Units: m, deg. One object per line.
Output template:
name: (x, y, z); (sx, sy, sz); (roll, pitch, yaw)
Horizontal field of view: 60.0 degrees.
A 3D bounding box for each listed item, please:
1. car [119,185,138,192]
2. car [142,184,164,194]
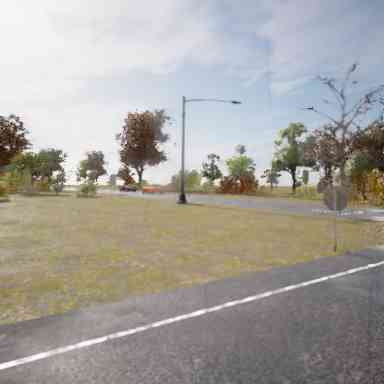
car: (-12.237, -0.647, 63.759); (1.895, 1.301, 4.718); (0, 2, -36)
car: (-6.605, -0.586, 55.911); (2.097, 1.767, 4.553); (0, 2, -36)
